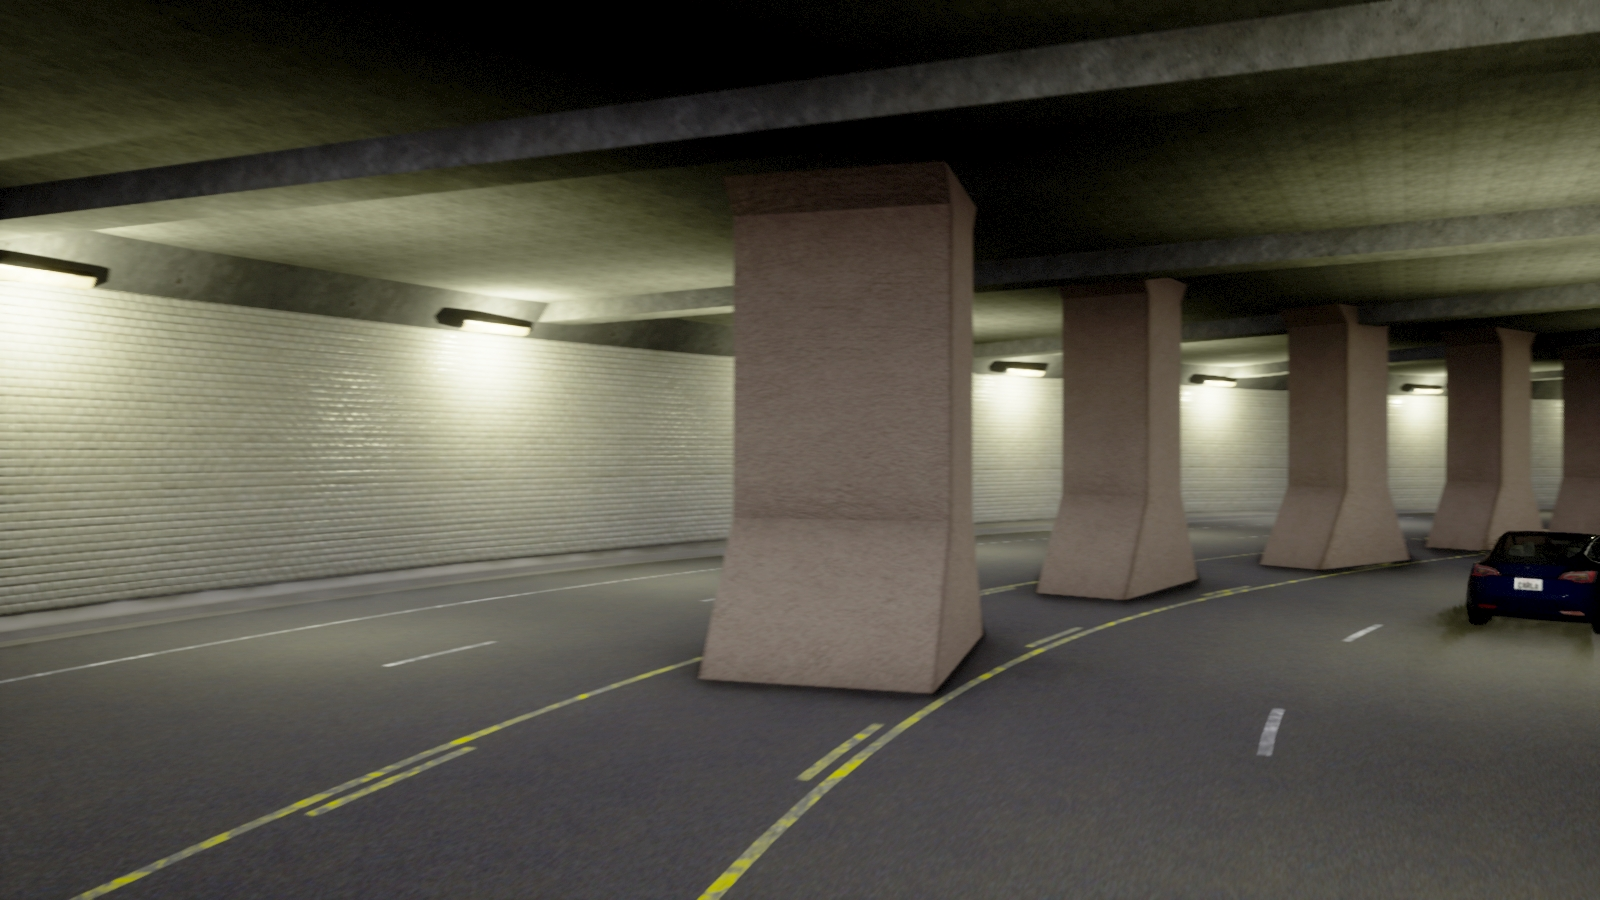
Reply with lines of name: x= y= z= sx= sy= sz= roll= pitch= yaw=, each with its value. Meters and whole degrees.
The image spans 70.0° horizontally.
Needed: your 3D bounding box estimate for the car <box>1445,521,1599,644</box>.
car: x=12.574 y=2.080 z=19.018 sx=2.163 sy=1.488 sz=4.792 roll=0 pitch=0 yaw=43
